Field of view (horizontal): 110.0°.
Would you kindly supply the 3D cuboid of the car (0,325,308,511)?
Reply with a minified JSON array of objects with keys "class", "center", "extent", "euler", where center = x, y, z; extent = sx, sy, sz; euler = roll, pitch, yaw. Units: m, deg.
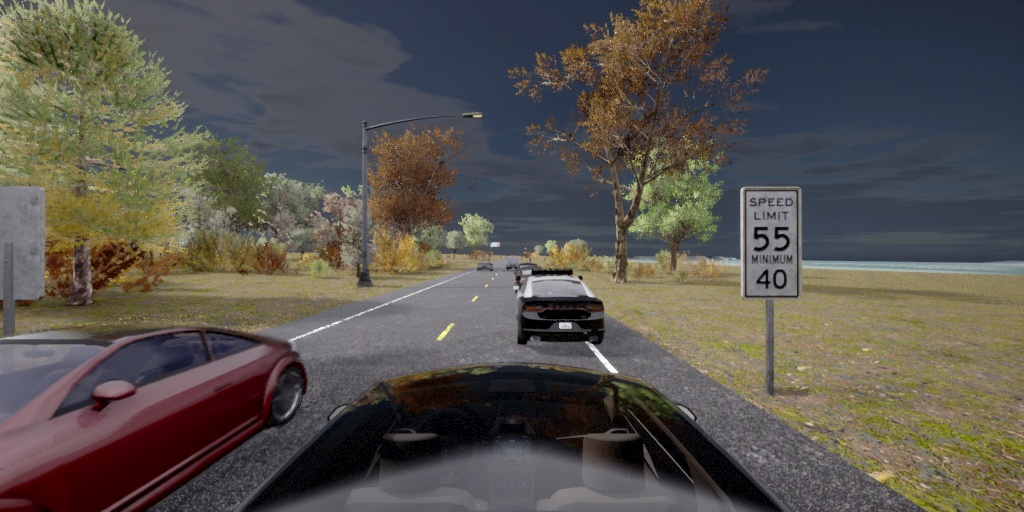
[{"class":"car","center":[-3.599,1.314,2.865],"extent":[1.994,1.385,4.181],"euler":[0,0,0]}]

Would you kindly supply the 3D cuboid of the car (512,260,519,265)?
[{"class":"car","center":[1.096,1.254,25.558],"extent":[1.837,1.490,4.892],"euler":[0,0,0]}]

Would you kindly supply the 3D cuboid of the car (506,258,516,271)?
[{"class":"car","center":[0.160,1.343,49.589],"extent":[1.895,1.301,4.718],"euler":[0,0,1]}]

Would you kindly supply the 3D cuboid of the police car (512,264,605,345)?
[{"class":"police car","center":[1.057,1.175,9.674],"extent":[1.930,1.638,5.238],"euler":[0,0,0]}]

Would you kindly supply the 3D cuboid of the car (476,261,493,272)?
[{"class":"car","center":[-3.483,1.307,46.878],"extent":[1.994,1.385,4.181],"euler":[0,0,0]}]

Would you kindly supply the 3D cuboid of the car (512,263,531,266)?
[{"class":"car","center":[1.076,1.275,19.559],"extent":[1.812,1.442,4.674],"euler":[0,0,0]}]

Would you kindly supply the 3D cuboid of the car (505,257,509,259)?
[{"class":"car","center":[0.164,1.283,61.365],"extent":[2.033,1.411,5.357],"euler":[0,0,0]}]
